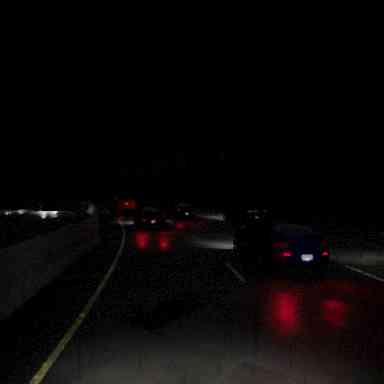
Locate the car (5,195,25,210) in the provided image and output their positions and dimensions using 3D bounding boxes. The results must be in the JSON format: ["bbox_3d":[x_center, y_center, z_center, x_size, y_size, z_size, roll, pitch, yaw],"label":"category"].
[{"bbox_3d":[-25.410,1.461,47.639,2.150,2.045,5.566,0,0,-33],"label":"car"}]

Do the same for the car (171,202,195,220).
[{"bbox_3d":[-1.068,1.562,28.810,1.812,1.442,4.674,0,0,-17],"label":"car"}]

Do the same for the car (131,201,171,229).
[{"bbox_3d":[-2.791,1.561,21.834,1.812,1.442,4.674,0,0,-13],"label":"car"}]

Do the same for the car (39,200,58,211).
[{"bbox_3d":[-18.528,1.738,42.818,1.994,1.385,4.181,0,0,-29],"label":"car"}]

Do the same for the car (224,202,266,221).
[{"bbox_3d":[3.811,1.497,24.263,2.128,1.511,4.902,0,0,-13],"label":"car"}]

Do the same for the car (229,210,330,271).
[{"bbox_3d":[2.713,1.523,10.884,1.812,1.442,4.674,0,0,-7],"label":"car"}]

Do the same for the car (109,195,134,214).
[{"bbox_3d":[-7.833,1.311,37.206,2.150,2.045,5.566,0,0,-22],"label":"car"}]
